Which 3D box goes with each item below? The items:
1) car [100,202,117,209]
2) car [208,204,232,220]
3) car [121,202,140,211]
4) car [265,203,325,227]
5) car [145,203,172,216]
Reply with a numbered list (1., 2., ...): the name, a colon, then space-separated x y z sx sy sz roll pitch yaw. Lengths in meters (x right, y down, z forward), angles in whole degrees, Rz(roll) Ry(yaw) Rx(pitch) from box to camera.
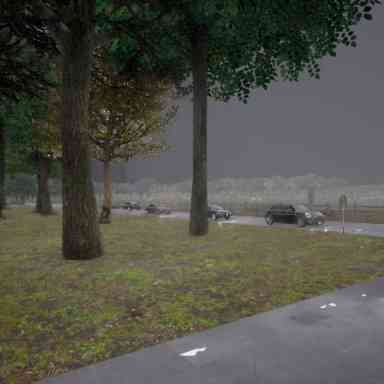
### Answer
1. car: -16.540 2.653 65.651 2.033 1.411 5.357 -1 0 -35
2. car: 1.997 2.028 34.098 1.837 1.490 4.892 -1 0 -35
3. car: -10.593 2.434 57.176 1.837 1.490 4.892 -1 0 -35
4. car: 7.864 1.687 25.727 2.097 1.767 4.553 -1 0 -35
5. car: -4.459 2.230 43.321 1.837 1.490 4.892 -1 -1 -35
